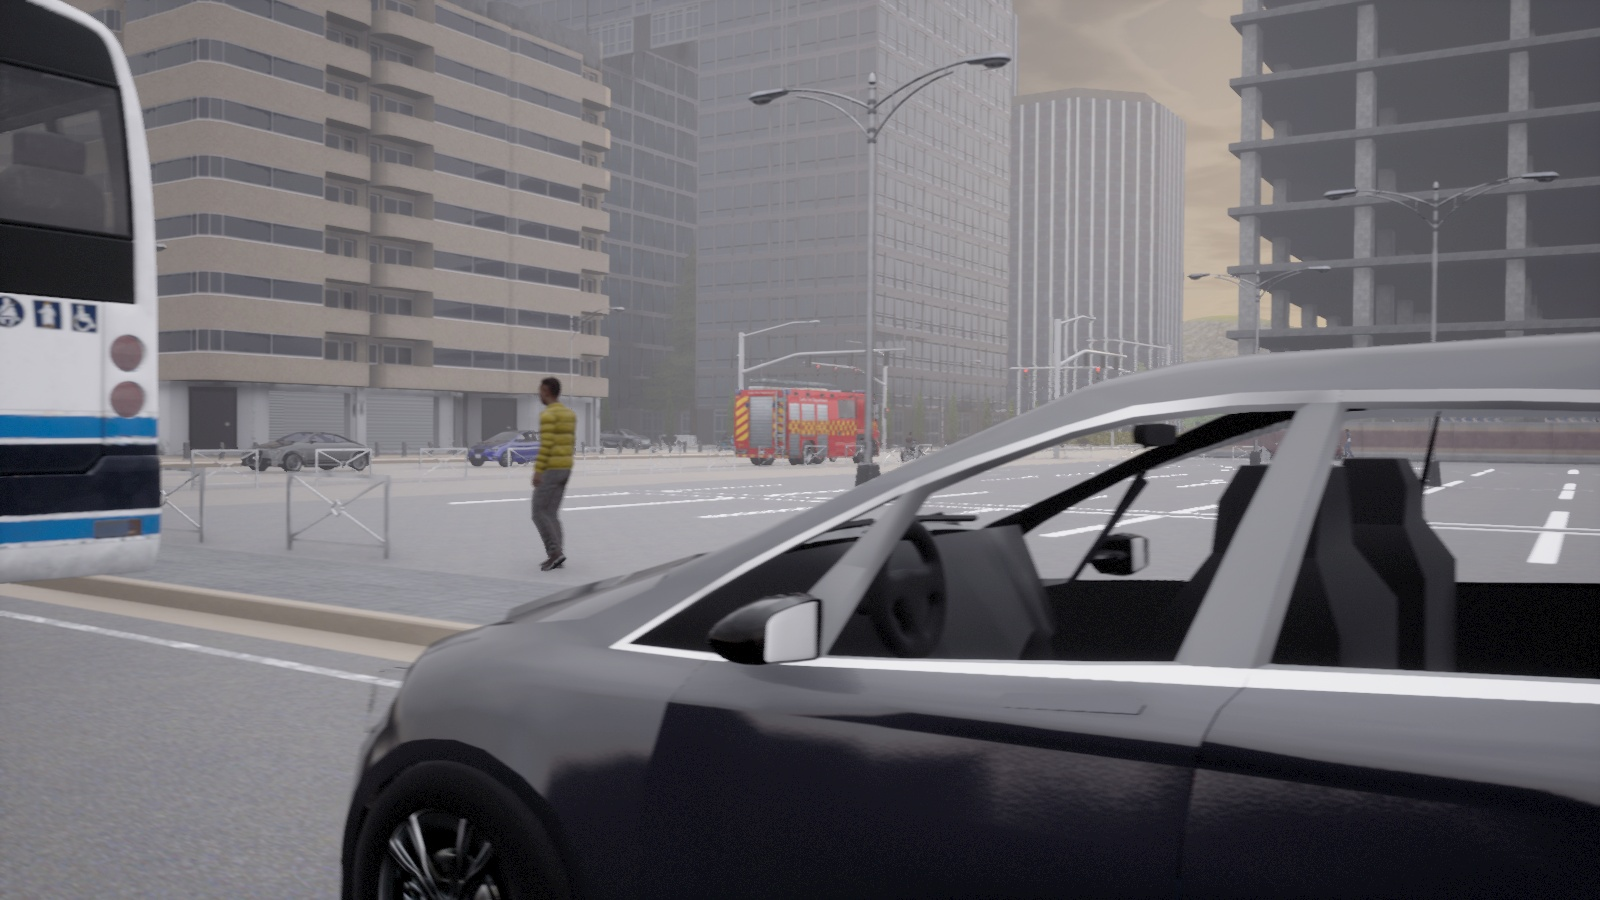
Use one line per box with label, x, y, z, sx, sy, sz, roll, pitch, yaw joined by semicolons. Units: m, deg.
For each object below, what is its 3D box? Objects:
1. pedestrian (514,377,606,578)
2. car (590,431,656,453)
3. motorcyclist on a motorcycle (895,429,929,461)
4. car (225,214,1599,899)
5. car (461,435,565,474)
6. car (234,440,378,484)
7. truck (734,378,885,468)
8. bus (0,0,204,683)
pedestrian;-2.264;0.249;11.844;0.709;1.840;0.431;0;1;24
car;-13.646;-0.593;96.912;4.856;1.649;2.033;0;1;32
motorcyclist on a motorcycle;5.917;-0.275;66.179;0.766;1.649;2.350;0;1;32
car;1.074;0.522;2.908;4.611;1.667;2.242;-1;1;33
car;-11.670;0.151;51.304;1.816;1.474;4.193;0;1;28
car;-16.817;0.361;42.925;1.994;1.385;4.181;0;1;32
truck;0.609;-1.226;57.661;2.891;3.827;8.468;0;1;32
bus;-9.558;-0.694;9.928;10.273;4.253;3.944;0;1;33
